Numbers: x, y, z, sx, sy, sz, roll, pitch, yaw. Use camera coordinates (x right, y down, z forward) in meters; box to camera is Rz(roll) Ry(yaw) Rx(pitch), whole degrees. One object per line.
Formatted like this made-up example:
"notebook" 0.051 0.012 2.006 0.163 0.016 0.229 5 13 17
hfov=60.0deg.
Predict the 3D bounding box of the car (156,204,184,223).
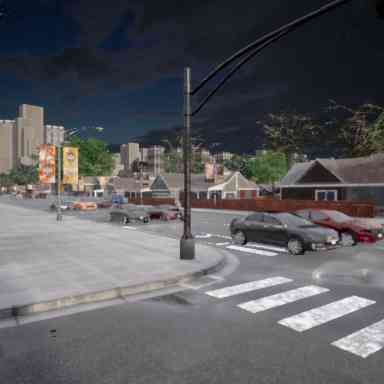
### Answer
"car" -2.158 1.701 27.368 1.994 1.385 4.181 0 0 -35

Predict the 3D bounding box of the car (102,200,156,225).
"car" -5.020 1.645 25.788 1.837 1.490 4.892 0 0 -35

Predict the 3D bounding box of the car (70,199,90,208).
"car" -19.431 1.886 57.591 2.033 1.411 5.357 0 0 -34

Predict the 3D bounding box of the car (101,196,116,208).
"car" -13.382 1.785 49.106 1.837 1.490 4.892 0 0 -35

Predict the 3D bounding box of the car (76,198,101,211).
"car" -14.373 1.614 44.615 2.097 1.767 4.553 0 0 -35

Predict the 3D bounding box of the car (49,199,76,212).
"car" -16.890 1.757 42.543 2.128 1.511 4.902 0 -1 -35

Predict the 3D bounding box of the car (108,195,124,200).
"car" -12.966 1.522 54.124 2.150 2.045 5.566 0 0 -36

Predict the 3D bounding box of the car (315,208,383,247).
"car" 6.218 1.524 15.588 1.882 1.535 5.008 0 0 -35

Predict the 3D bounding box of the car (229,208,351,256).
"car" 3.581 1.554 13.688 1.837 1.490 4.892 0 -1 -35

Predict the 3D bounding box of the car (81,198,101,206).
"car" -19.115 1.906 62.605 2.033 1.411 5.357 0 0 -35
